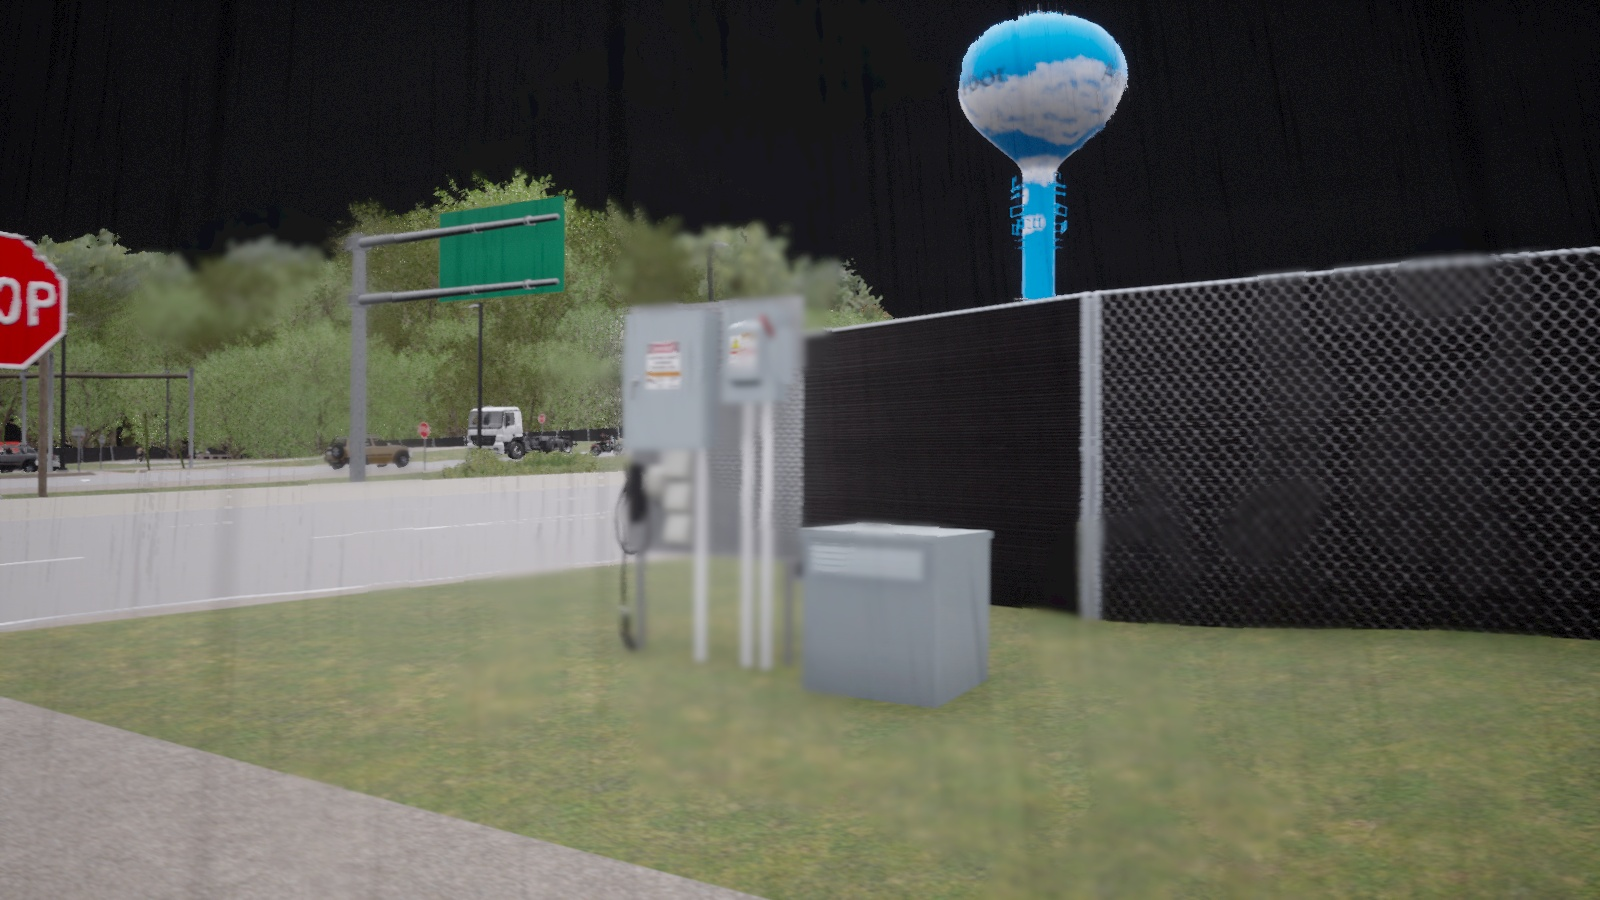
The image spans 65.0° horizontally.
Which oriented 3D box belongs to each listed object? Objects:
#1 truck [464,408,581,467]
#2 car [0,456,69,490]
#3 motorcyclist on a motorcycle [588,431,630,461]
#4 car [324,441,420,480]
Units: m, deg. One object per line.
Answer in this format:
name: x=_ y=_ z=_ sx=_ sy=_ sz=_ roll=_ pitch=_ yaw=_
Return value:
truck: x=-17.990 y=-0.888 z=81.972 sx=2.891 sy=3.462 sz=7.936 roll=-1 pitch=3 yaw=27
car: x=-45.820 y=1.383 z=73.855 sx=4.605 sy=1.855 sz=1.932 roll=-2 pitch=0 yaw=8
motorcyclist on a motorcycle: x=-11.537 y=-0.226 z=75.840 sx=2.350 sy=1.649 sz=0.766 roll=-3 pitch=0 yaw=23
car: x=-22.717 y=0.550 z=66.830 sx=1.932 sy=1.855 sz=4.605 roll=-1 pitch=2 yaw=32
